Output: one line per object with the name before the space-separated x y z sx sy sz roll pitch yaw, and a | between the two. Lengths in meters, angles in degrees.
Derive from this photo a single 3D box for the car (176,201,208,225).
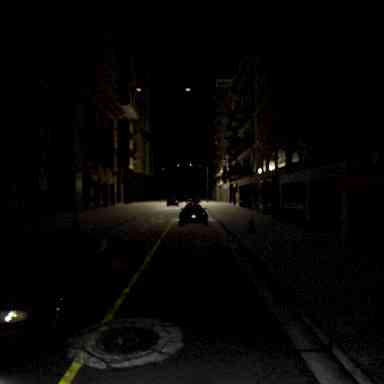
car | 0.104 1.589 24.040 1.994 1.385 4.181 0 0 0

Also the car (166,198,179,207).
car | -2.988 1.626 52.702 2.033 1.411 5.357 0 0 0

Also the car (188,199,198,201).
car | 0.111 1.604 44.067 2.033 1.411 5.357 0 0 0

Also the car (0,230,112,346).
car | -3.098 1.554 6.942 2.033 1.411 5.357 0 0 0
